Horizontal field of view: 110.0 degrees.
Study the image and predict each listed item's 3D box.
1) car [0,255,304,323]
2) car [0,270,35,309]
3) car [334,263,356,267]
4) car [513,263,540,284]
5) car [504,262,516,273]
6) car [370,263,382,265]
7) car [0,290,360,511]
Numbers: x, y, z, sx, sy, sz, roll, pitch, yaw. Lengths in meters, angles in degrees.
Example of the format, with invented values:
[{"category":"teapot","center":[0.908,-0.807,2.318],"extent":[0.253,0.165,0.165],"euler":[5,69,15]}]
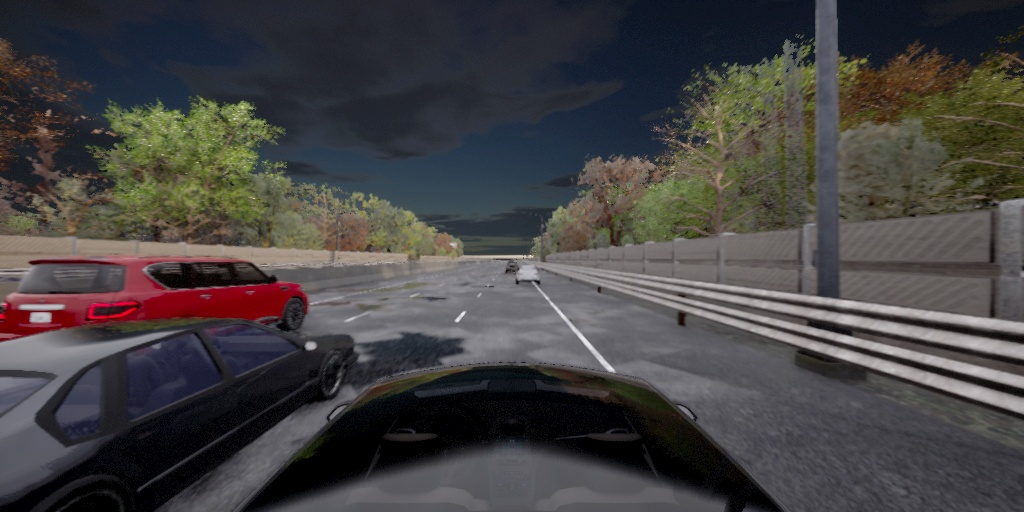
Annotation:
[{"category":"car","center":[-6.904,1.011,7.937],"extent":[2.150,2.045,5.566],"euler":[0,0,0]},{"category":"car","center":[-21.093,1.310,12.592],"extent":[2.128,1.511,4.902],"euler":[0,0,0]},{"category":"car","center":[-24.525,1.731,53.194],"extent":[1.895,1.301,4.718],"euler":[0,0,1]},{"category":"car","center":[1.223,1.464,28.653],"extent":[1.812,1.442,4.674],"euler":[0,0,0]},{"category":"car","center":[0.007,1.608,49.373],"extent":[1.837,1.490,4.892],"euler":[0,0,0]},{"category":"car","center":[-21.024,1.744,54.725],"extent":[1.895,1.301,4.718],"euler":[0,0,0]},{"category":"car","center":[-3.398,1.308,3.385],"extent":[2.033,1.411,5.357],"euler":[0,0,0]}]
